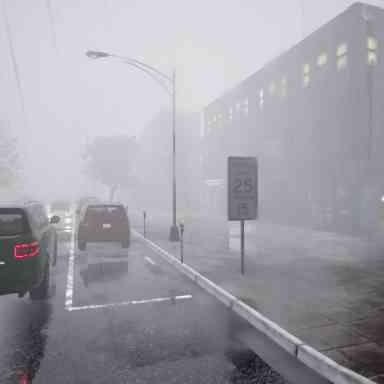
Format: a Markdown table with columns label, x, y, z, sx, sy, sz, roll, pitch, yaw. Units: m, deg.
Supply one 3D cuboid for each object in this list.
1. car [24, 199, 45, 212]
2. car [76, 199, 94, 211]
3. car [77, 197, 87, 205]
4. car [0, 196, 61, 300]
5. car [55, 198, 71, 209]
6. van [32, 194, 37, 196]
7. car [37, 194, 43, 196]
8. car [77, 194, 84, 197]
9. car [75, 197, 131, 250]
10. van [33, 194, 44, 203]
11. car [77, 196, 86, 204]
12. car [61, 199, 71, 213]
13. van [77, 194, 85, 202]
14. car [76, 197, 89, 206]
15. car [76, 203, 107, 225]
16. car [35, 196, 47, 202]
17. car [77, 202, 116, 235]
| label | x | y | z | sx | sy | sz | roll | pitch | yaw |
| --- | --- | --- | --- | --- | --- | --- | --- | --- | --- |
| car | -19.006 | 1.613 | 40.311 | 1.895 | 1.301 | 4.718 | 0 | 0 | -19 |
| car | -13.041 | 1.579 | 40.521 | 1.947 | 1.339 | 4.313 | 1 | 0 | -19 |
| car | -20.361 | 1.596 | 61.450 | 1.802 | 1.307 | 4.206 | 1 | 0 | -19 |
| car | -4.573 | 1.224 | 8.129 | 2.150 | 2.045 | 5.566 | 0 | 0 | -19 |
| car | -18.120 | 1.614 | 46.864 | 1.895 | 1.301 | 4.718 | 0 | 0 | -19 |
| van | -26.434 | 1.354 | 53.441 | 1.690 | 1.788 | 3.998 | 1 | 0 | -19 |
| car | -30.095 | 1.452 | 63.905 | 1.967 | 1.590 | 4.097 | 1 | 0 | -19 |
| car | -9.379 | 1.326 | 30.058 | 2.192 | 1.841 | 5.009 | 1 | 0 | -19 |
| car | -3.890 | 1.321 | 14.359 | 2.192 | 1.841 | 5.009 | 1 | 0 | -19 |
| van | -31.924 | 1.353 | 69.137 | 1.690 | 1.788 | 3.998 | 1 | 0 | -19 |
| car | -22.246 | 1.539 | 66.843 | 1.752 | 1.417 | 4.829 | 1 | 0 | -19 |
| car | -14.795 | 1.490 | 37.524 | 1.882 | 1.535 | 5.008 | 0 | 0 | -19 |
| van | -25.848 | 1.354 | 77.149 | 1.690 | 1.788 | 3.998 | 1 | 0 | -19 |
| car | -18.530 | 1.565 | 56.217 | 2.008 | 1.369 | 4.403 | 1 | 0 | -19 |
| car | -7.552 | 1.560 | 24.824 | 2.008 | 1.369 | 4.403 | 1 | 0 | -19 |
| car | -33.756 | 1.561 | 74.369 | 2.008 | 1.369 | 4.403 | 1 | 0 | -19 |
| car | -5.721 | 1.448 | 19.591 | 1.967 | 1.590 | 4.097 | 1 | 0 | -19 |
